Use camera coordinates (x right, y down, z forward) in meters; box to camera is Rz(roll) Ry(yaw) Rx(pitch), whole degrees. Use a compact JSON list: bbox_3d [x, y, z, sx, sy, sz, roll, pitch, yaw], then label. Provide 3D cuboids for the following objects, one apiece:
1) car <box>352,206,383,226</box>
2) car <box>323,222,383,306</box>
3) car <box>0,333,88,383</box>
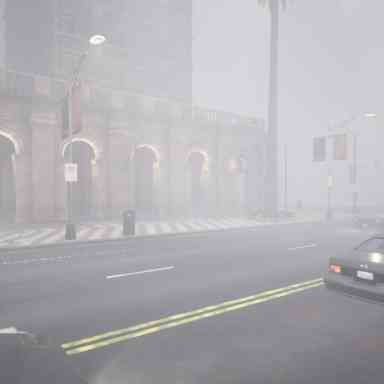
[{"bbox_3d":[12.566,1.615,21.532,5.357,1.411,2.033,0,0,-36],"label":"car"},{"bbox_3d":[5.170,1.547,7.464,5.357,1.411,2.033,0,0,-35],"label":"car"},{"bbox_3d":[-3.163,1.547,1.484,5.357,1.411,2.033,0,0,-36],"label":"car"}]
